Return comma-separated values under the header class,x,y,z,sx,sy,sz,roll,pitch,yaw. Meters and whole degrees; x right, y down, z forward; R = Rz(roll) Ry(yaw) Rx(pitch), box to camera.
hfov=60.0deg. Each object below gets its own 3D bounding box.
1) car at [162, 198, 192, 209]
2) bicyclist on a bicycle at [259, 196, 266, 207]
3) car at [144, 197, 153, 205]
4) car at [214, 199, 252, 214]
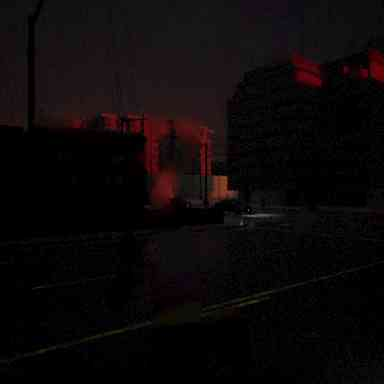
class,x,y,z,sx,sy,sz,roll,pitch,yaw
car,-1.968,1.491,43.017,2.128,1.511,4.902,0,0,-37
bicyclist on a bicycle,9.718,1.303,45.827,1.656,1.620,0.582,0,0,-37
car,-8.817,1.600,58.026,1.895,1.301,4.718,0,0,-37
car,4.208,1.526,34.961,1.812,1.442,4.674,0,0,-37
